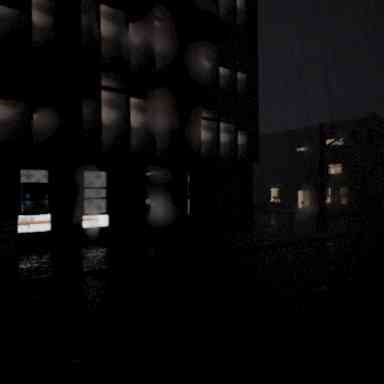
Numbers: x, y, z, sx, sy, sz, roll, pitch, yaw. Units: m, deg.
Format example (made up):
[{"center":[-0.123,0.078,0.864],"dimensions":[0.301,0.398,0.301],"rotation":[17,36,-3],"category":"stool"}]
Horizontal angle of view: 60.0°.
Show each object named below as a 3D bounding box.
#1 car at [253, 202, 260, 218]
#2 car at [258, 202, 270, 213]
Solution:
[{"center":[3.545,1.863,29.895],"dimensions":[1.947,1.339,4.313],"rotation":[-2,0,-37],"category":"car"},{"center":[7.166,1.819,39.490],"dimensions":[2.008,1.369,4.403],"rotation":[-2,0,-37],"category":"car"}]
